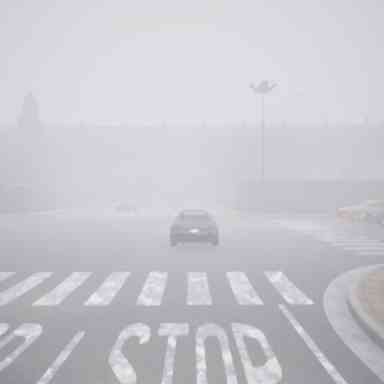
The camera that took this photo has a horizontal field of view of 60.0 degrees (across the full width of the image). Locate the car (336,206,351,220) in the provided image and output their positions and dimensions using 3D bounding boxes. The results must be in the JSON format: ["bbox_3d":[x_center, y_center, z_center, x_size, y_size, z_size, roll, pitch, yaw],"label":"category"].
[{"bbox_3d":[13.196,1.352,24.370,5.008,1.535,1.882,0,0,0],"label":"car"}]

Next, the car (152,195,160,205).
[{"bbox_3d":[-7.052,1.366,56.278,1.812,1.442,4.674,0,0,0],"label":"car"}]

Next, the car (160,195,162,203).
[{"bbox_3d":[-7.001,1.316,66.386,1.837,1.490,4.892,0,0,0],"label":"car"}]

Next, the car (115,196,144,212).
[{"bbox_3d":[-7.091,1.246,37.162,2.097,1.767,4.553,0,0,0],"label":"car"}]

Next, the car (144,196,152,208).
[{"bbox_3d":[-7.087,1.470,46.172,1.895,1.301,4.718,0,0,0],"label":"car"}]

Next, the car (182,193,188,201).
[{"bbox_3d":[-2.434,1.131,78.954,2.097,1.767,4.553,0,0,14],"label":"car"}]

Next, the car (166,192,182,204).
[{"bbox_3d":[-3.402,1.055,58.390,2.150,2.045,5.566,0,0,0],"label":"car"}]

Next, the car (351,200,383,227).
[{"bbox_3d":[13.104,1.376,20.875,4.902,1.511,2.128,0,0,0],"label":"car"}]

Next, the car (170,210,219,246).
[{"bbox_3d":[0.099,1.473,14.874,1.994,1.385,4.181,0,0,0],"label":"car"}]
